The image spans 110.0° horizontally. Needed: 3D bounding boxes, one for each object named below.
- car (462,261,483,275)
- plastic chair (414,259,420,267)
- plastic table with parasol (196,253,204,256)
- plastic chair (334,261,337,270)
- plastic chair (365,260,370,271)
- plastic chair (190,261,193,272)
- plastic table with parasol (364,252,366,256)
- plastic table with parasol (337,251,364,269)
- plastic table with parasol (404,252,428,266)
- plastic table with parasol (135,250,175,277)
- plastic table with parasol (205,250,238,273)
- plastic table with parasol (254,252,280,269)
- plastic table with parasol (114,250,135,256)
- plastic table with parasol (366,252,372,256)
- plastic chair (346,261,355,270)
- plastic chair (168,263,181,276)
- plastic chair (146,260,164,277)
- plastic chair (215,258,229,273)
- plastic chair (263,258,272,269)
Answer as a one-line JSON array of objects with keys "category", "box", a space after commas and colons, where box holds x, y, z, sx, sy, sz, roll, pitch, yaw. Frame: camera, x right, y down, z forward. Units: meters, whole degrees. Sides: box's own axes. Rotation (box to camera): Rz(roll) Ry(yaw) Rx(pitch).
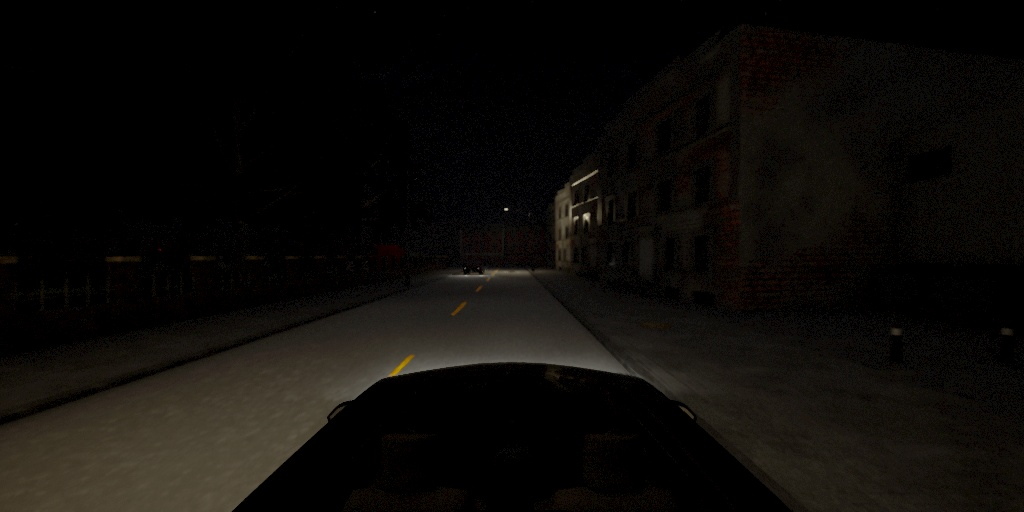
[{"category": "car", "box": [-4.126, 1.252, 38.905, 1.812, 1.442, 4.674, 0, 0, 0]}, {"category": "plastic chair", "box": [-12.371, 1.312, 46.307, 0.750, 1.272, 0.730, 0, 0, -40]}, {"category": "plastic table with parasol", "box": [-38.604, 0.681, 45.594, 2.482, 2.480, 2.482, 0, 0, -40]}, {"category": "plastic chair", "box": [-21.458, 1.233, 44.230, 0.730, 1.272, 0.750, 0, 0, -38]}, {"category": "plastic chair", "box": [-16.718, 1.315, 42.575, 0.730, 1.272, 0.750, 0, 0, -35]}, {"category": "plastic chair", "box": [-39.578, 1.285, 44.692, 0.730, 1.272, 0.750, 0, 0, -35]}, {"category": "plastic table with parasol", "box": [-21.023, 0.602, 50.863, 2.482, 2.480, 2.482, 0, 0, -38]}, {"category": "plastic table with parasol", "box": [-20.563, 0.649, 44.932, 2.482, 2.480, 2.482, 0, 0, -38]}, {"category": "plastic table with parasol", "box": [-13.103, 0.708, 47.306, 2.482, 2.480, 2.482, 0, 0, -40]}, {"category": "plastic table with parasol", "box": [-33.997, 0.677, 34.412, 2.482, 2.480, 2.482, 0, 0, -40]}, {"category": "plastic table with parasol", "box": [-31.351, 0.600, 38.831, 2.482, 2.480, 2.482, 0, 0, -39]}, {"category": "plastic table with parasol", "box": [-35.112, 0.672, 51.262, 2.482, 2.480, 2.482, 0, 0, -40]}, {"category": "plastic table with parasol", "box": [-39.316, 0.666, 37.152, 2.482, 2.480, 2.482, 0, 0, -40]}, {"category": "plastic table with parasol", "box": [-15.745, 0.710, 43.477, 2.482, 2.480, 2.482, 0, 0, -40]}, {"category": "plastic chair", "box": [-19.742, 1.242, 44.087, 0.750, 1.272, 0.730, 0, 0, -44]}, {"category": "plastic chair", "box": [-32.977, 1.275, 35.149, 0.730, 1.272, 0.750, 0, 0, -40]}, {"category": "plastic chair", "box": [-33.265, 1.280, 33.414, 0.750, 1.272, 0.730, 0, 0, -40]}, {"category": "plastic chair", "box": [-30.643, 1.141, 37.861, 0.750, 1.272, 0.730, 0, 0, -39]}, {"category": "plastic chair", "box": [-34.379, 1.248, 50.266, 0.750, 1.272, 0.730, 0, 0, -40]}]
